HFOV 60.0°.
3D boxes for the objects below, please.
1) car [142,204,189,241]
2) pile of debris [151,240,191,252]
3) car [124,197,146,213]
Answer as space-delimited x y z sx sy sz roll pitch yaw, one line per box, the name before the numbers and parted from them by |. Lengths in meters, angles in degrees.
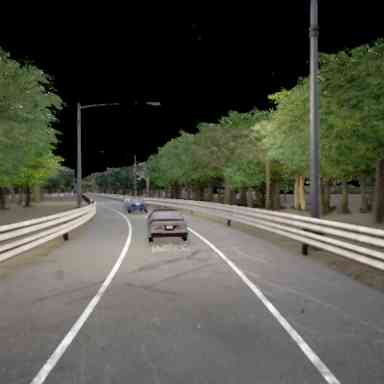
car | -1.347 1.546 16.701 2.033 1.411 5.357 0 0 -9
pile of debris | -0.890 2.174 13.466 1.500 0.140 1.860 0 0 -7
car | -6.324 1.346 36.827 2.097 1.767 4.553 0 0 -18
